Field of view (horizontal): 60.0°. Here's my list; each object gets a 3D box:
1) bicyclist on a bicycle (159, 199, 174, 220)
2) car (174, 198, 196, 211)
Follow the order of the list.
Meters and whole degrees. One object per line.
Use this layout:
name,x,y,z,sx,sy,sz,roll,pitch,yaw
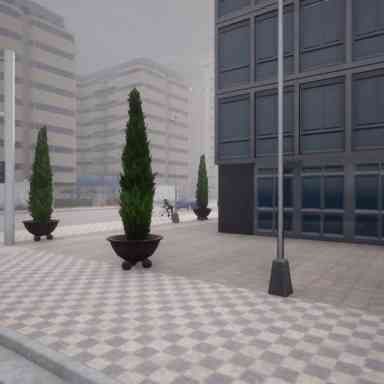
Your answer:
bicyclist on a bicycle,-1.935,1.356,25.837,1.656,1.620,0.582,0,0,35
car,-0.227,1.533,42.611,1.882,1.535,5.008,0,0,35
